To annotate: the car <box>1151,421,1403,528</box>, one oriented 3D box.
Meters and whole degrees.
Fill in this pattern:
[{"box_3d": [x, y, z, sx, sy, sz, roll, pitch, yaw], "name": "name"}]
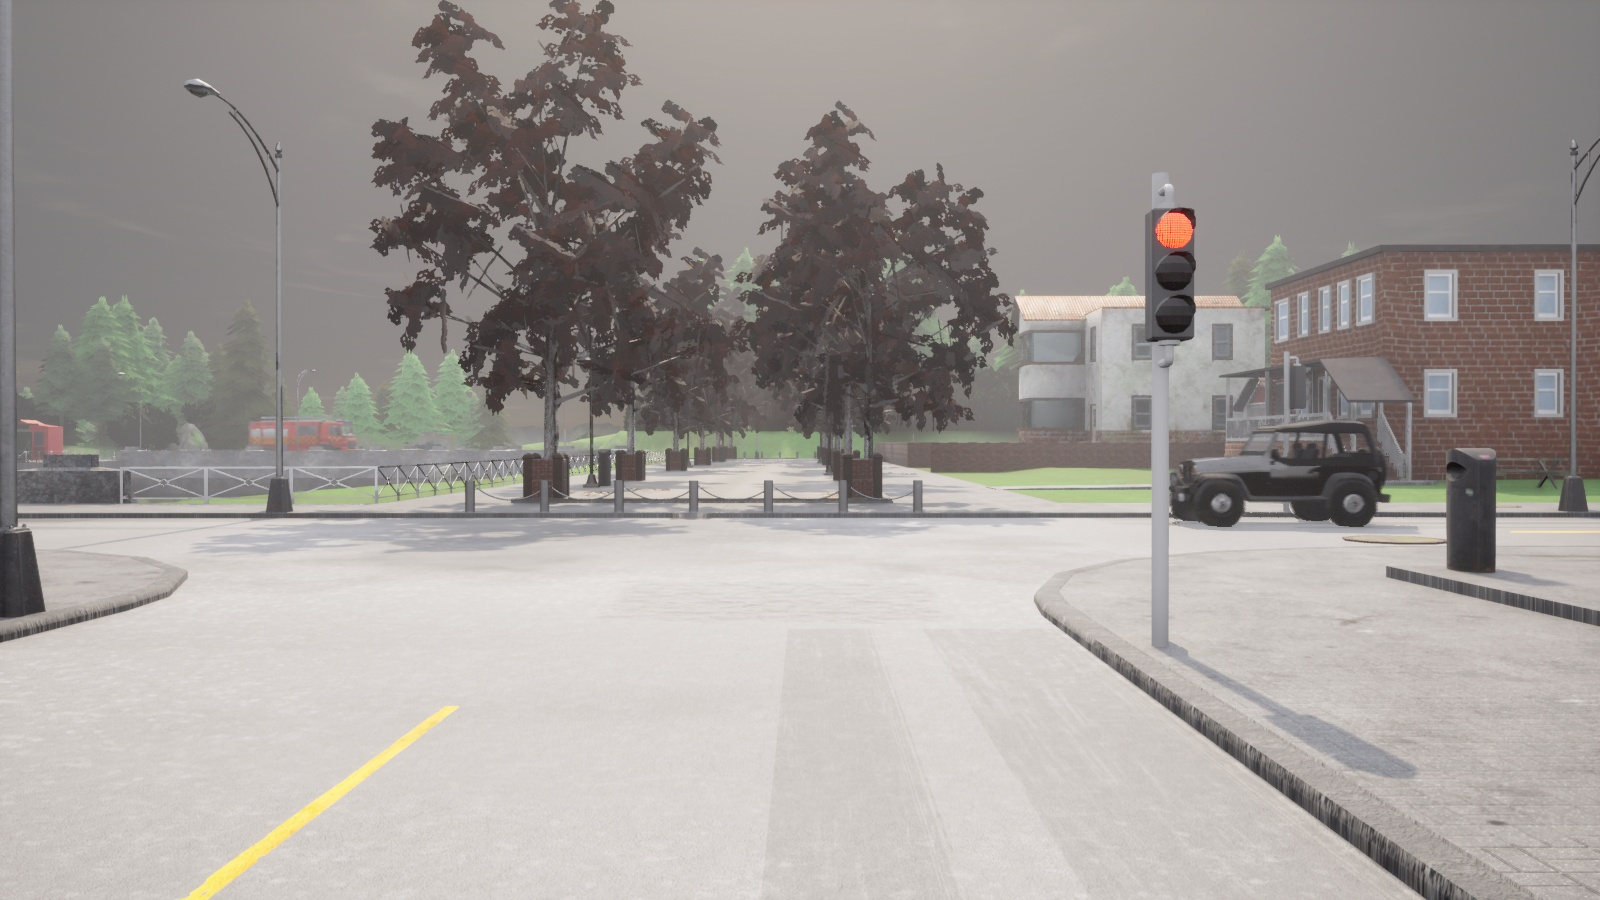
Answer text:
[{"box_3d": [8.592, 0.420, 22.877, 3.866, 1.878, 1.905, 0, 0, 0], "name": "car"}]
